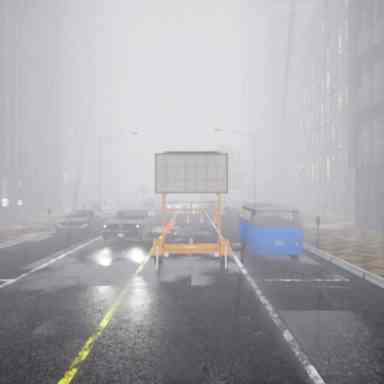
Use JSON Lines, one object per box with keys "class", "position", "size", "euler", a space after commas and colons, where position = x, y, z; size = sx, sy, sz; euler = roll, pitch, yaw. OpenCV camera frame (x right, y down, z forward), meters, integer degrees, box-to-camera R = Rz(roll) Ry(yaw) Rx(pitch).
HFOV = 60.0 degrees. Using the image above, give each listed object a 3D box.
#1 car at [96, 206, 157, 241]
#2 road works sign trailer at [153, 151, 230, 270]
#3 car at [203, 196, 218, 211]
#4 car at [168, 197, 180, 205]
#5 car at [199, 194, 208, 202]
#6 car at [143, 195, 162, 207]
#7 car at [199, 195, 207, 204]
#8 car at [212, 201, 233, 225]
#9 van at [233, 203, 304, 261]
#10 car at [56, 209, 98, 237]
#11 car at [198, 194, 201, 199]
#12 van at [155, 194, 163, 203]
{"class": "car", "position": [-3.121, 1.588, 16.797], "size": [1.895, 1.301, 4.718], "euler": [0, 0, 0]}
{"class": "road works sign trailer", "position": [-0.014, 0.456, 11.030], "size": [2.380, 3.560, 2.880], "euler": [0, 0, 0]}
{"class": "car", "position": [2.640, 1.550, 40.477], "size": [1.802, 1.307, 4.206], "euler": [0, 0, 0]}
{"class": "car", "position": [-3.153, 1.544, 58.042], "size": [1.895, 1.301, 4.718], "euler": [0, 0, 0]}
{"class": "car", "position": [2.599, 1.345, 74.631], "size": [1.967, 1.590, 4.097], "euler": [0, 0, 0]}
{"class": "car", "position": [-5.747, 1.513, 46.162], "size": [2.008, 1.369, 4.403], "euler": [0, 0, 0]}
{"class": "car", "position": [2.627, 1.505, 51.861], "size": [2.008, 1.369, 4.403], "euler": [0, 0, 0]}
{"class": "car", "position": [2.661, 1.564, 23.399], "size": [1.802, 1.307, 4.206], "euler": [0, 0, 0]}
{"class": "van", "position": [2.675, 1.332, 12.015], "size": [1.690, 1.788, 3.998], "euler": [0, 0, 0]}
{"class": "car", "position": [-5.713, 1.568, 17.699], "size": [1.802, 1.307, 4.206], "euler": [0, 0, 0]}
{"class": "car", "position": [2.620, 1.495, 57.554], "size": [2.008, 1.369, 4.403], "euler": [0, 0, 0]}
{"class": "van", "position": [-5.761, 1.285, 57.547], "size": [1.690, 1.788, 3.998], "euler": [0, 0, 0]}
